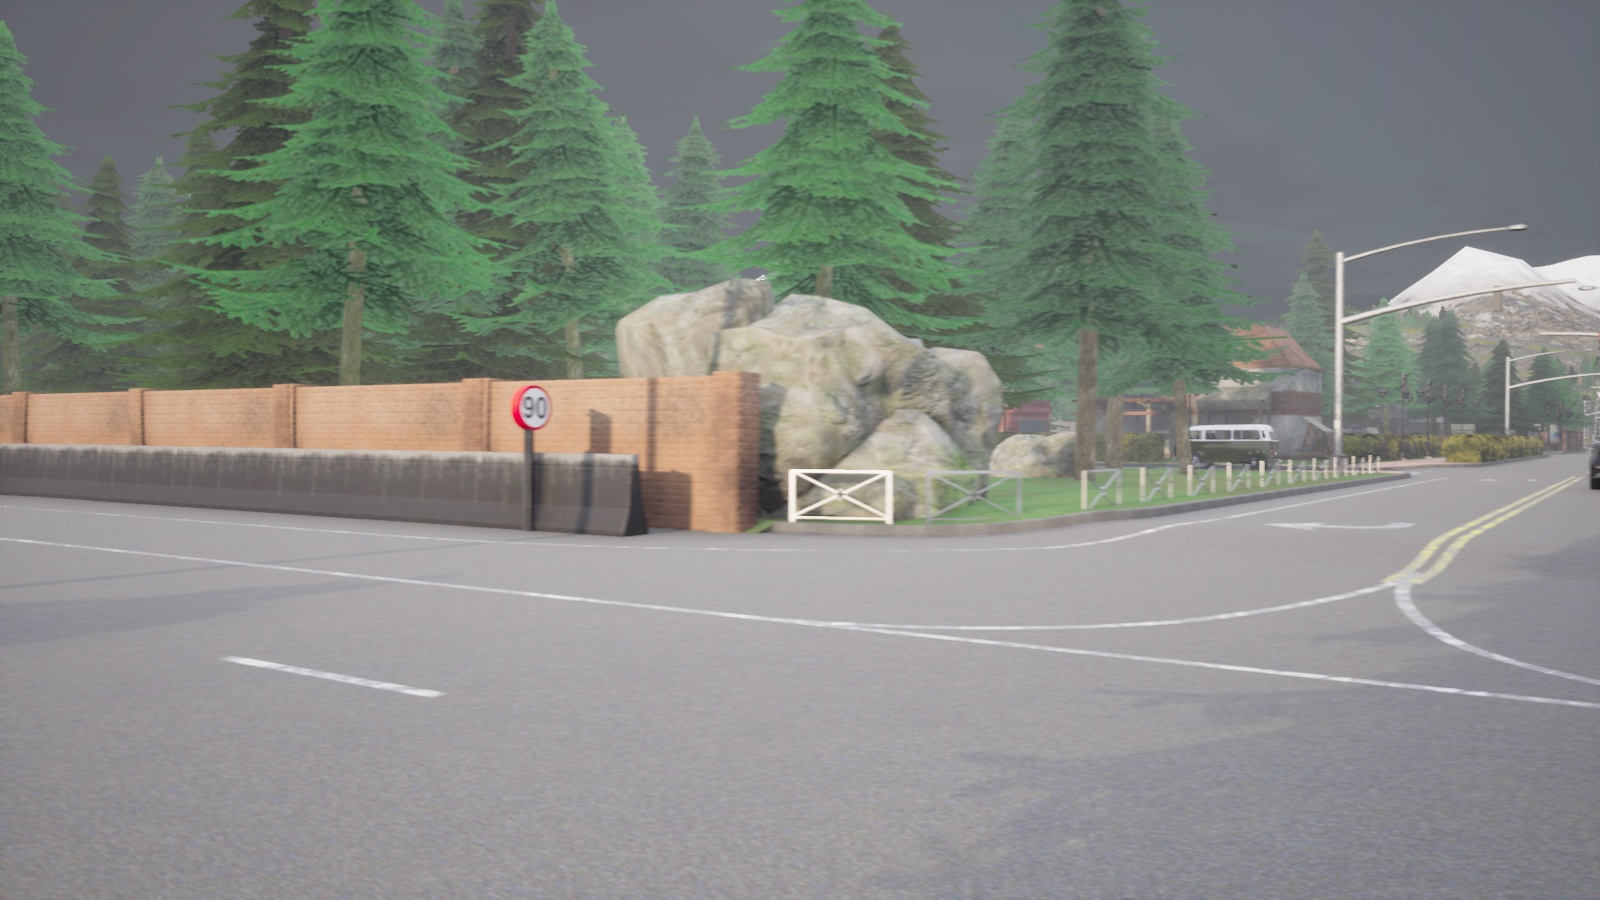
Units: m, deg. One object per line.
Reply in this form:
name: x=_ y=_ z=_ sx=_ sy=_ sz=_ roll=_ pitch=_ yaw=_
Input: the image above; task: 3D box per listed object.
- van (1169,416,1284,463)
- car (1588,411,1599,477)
van: x=19.107 y=-0.464 z=56.298 sx=4.480 sy=2.038 sz=2.069 roll=0 pitch=1 yaw=34
car: x=22.026 y=-0.186 z=33.022 sx=2.033 sy=1.649 sz=4.856 roll=0 pitch=1 yaw=34
